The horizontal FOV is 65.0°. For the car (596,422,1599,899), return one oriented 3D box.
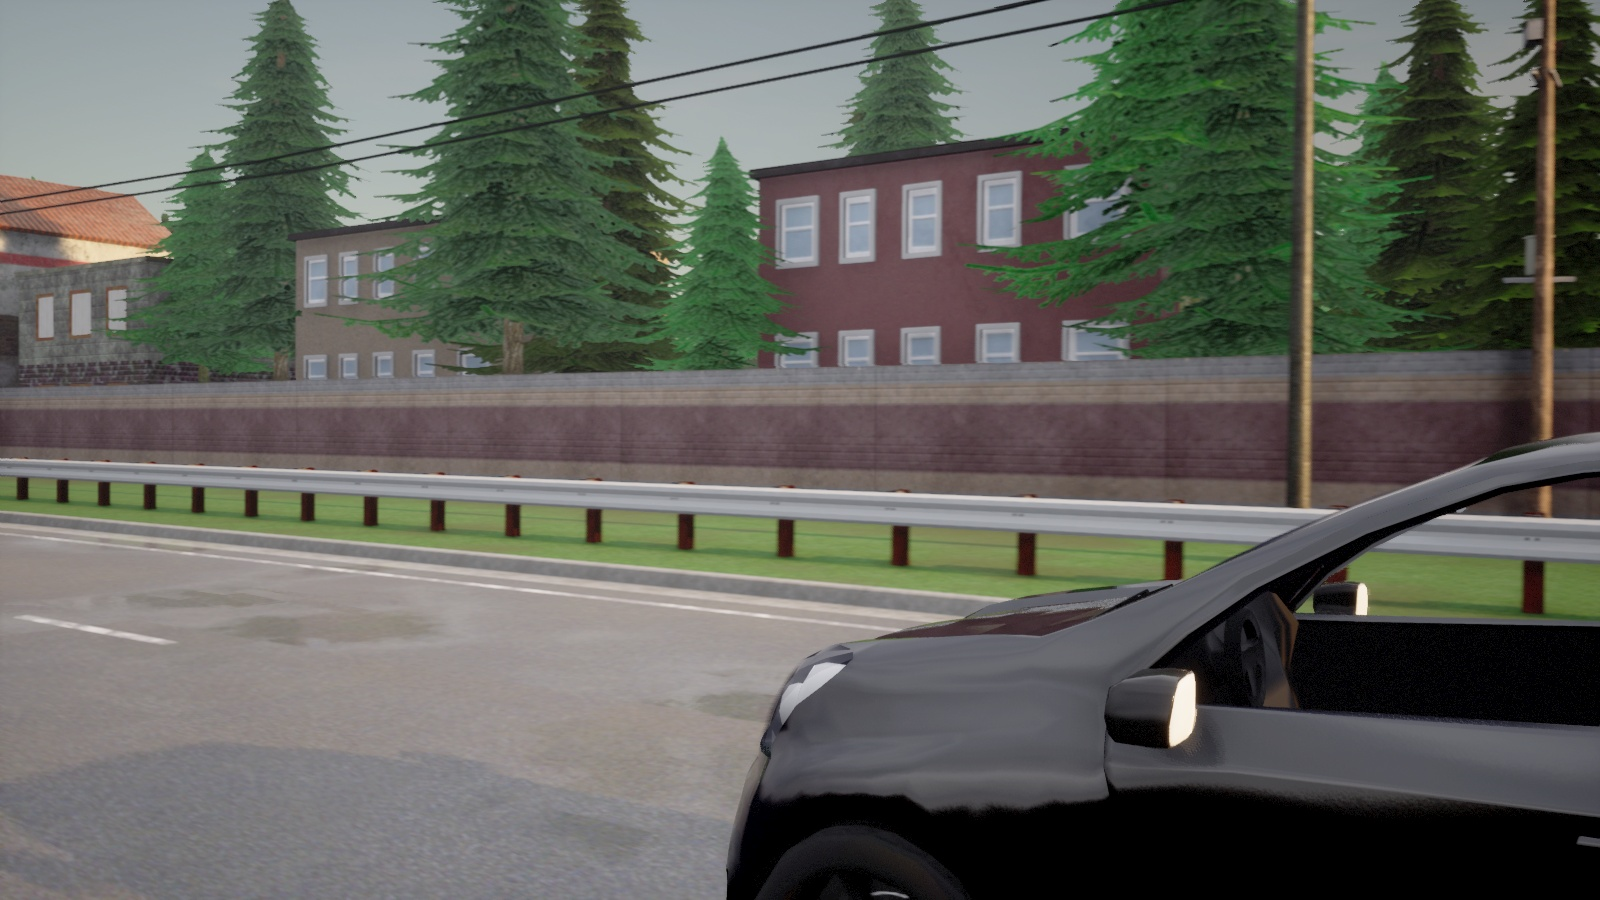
[{"bbox_3d":[1.574,0.696,2.578,3.633,1.501,1.845,0,1,34],"label":"car"}]
